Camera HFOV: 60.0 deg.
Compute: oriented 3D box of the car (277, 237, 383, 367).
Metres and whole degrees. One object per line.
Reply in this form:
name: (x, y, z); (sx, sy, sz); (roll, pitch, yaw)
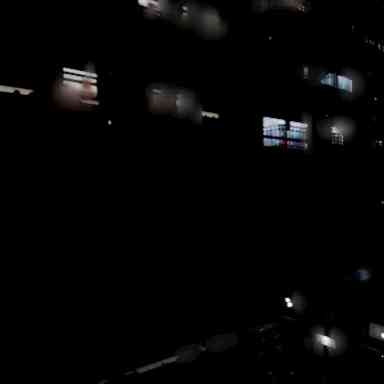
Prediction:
car: (3.899, 1.533, 5.856); (5.357, 1.411, 2.033); (0, 0, -36)
